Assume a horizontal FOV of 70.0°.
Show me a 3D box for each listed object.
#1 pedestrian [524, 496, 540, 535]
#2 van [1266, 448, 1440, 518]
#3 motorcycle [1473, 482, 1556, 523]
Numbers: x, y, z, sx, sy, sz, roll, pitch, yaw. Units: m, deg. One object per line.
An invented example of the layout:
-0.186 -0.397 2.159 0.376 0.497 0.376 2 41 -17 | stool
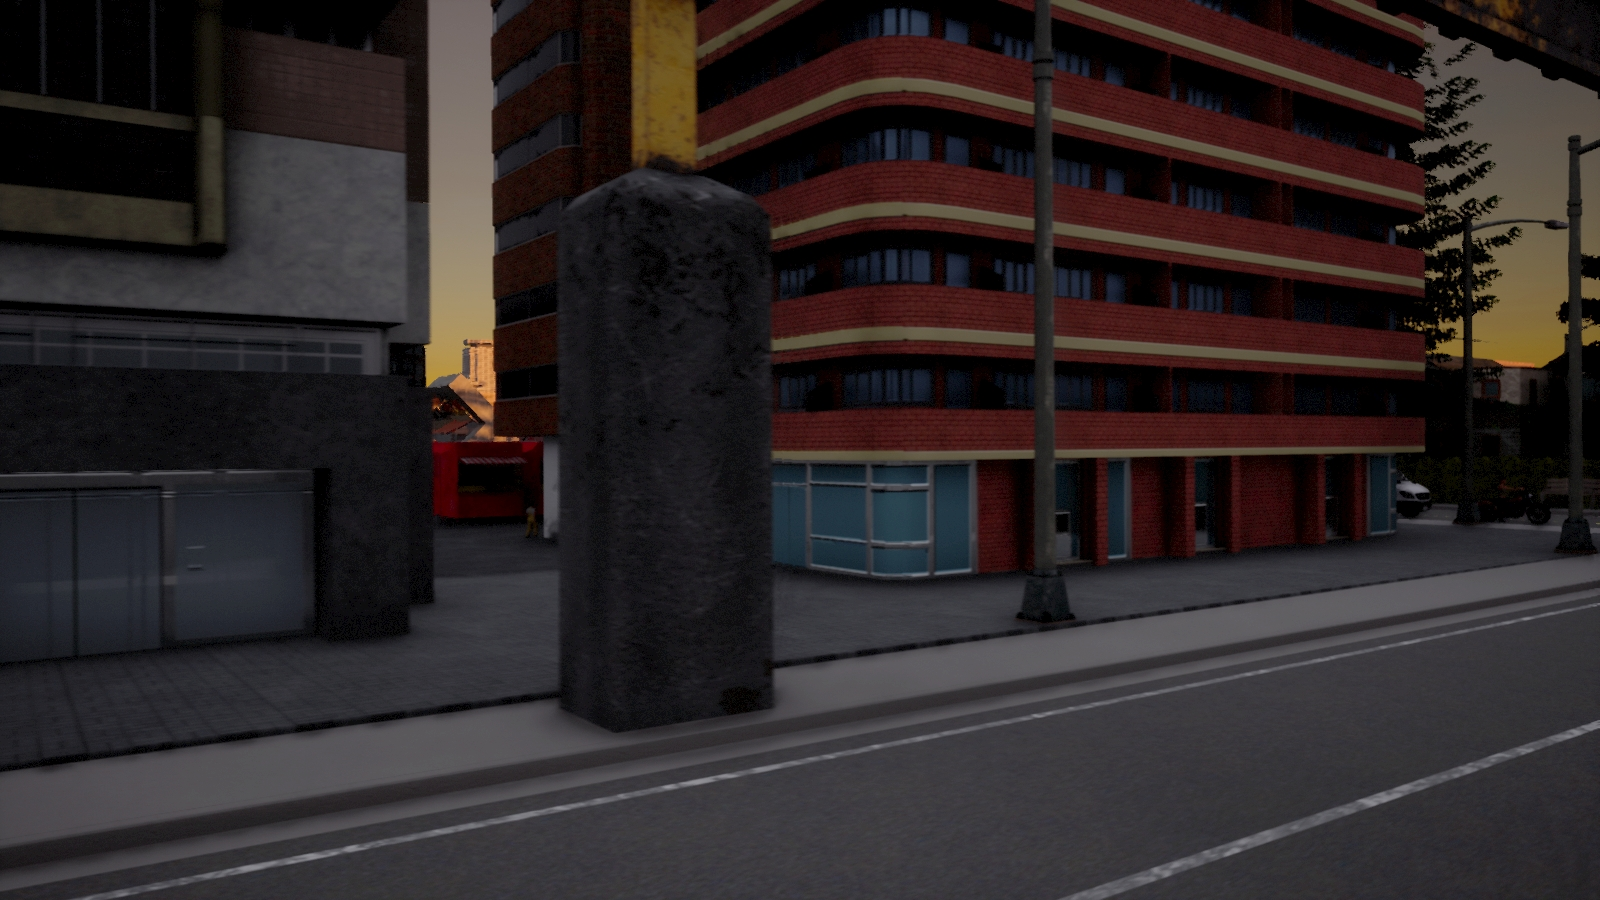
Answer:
-8.985 2.191 38.244 0.375 1.300 0.375 0 0 17 | pedestrian
21.562 1.212 44.815 1.988 2.561 5.915 -1 0 -35 | van
24.946 1.820 39.942 0.764 1.332 2.356 -1 0 -35 | motorcycle
